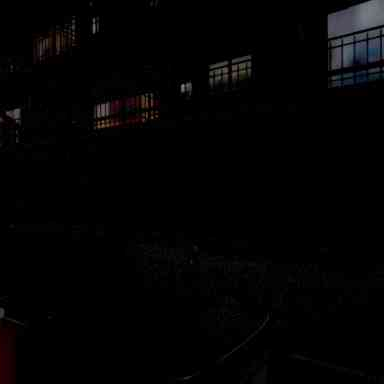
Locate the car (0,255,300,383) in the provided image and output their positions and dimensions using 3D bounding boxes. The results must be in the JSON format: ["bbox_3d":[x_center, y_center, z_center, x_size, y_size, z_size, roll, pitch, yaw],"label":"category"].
[{"bbox_3d":[-1.070,1.440,3.630,4.097,1.590,1.967,0,0,35],"label":"car"}]
